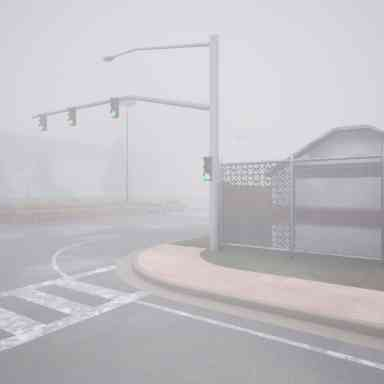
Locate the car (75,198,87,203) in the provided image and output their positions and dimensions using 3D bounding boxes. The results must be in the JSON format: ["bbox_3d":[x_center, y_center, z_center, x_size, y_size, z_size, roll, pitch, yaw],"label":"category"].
[{"bbox_3d":[-15.129,1.505,40.870,1.837,1.490,4.892,0,0,34],"label":"car"}]

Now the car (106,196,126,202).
[{"bbox_3d":[-9.787,1.547,42.562,2.033,1.411,5.357,0,0,34],"label":"car"}]

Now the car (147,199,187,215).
[{"bbox_3d":[-2.474,1.477,34.254,1.882,1.535,5.008,0,0,34],"label":"car"}]

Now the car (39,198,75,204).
[{"bbox_3d":[-14.946,1.564,34.849,1.994,1.385,4.181,0,0,34],"label":"car"}]

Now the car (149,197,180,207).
[{"bbox_3d":[-4.119,1.492,51.025,2.128,1.511,4.902,0,0,34],"label":"car"}]

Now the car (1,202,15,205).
[{"bbox_3d":[-20.372,1.547,33.028,2.033,1.411,5.357,0,0,34],"label":"car"}]

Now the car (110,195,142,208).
[{"bbox_3d":[-9.682,1.352,49.006,2.097,1.767,4.553,0,0,34],"label":"car"}]
